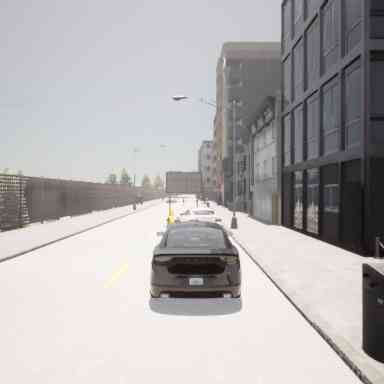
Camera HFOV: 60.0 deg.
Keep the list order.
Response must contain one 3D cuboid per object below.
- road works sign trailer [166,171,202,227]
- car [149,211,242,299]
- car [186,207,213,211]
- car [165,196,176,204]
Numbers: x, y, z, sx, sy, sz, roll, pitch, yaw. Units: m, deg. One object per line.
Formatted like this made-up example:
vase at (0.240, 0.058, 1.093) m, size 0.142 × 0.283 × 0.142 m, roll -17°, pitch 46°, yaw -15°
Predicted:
road works sign trailer at (-0.569, 0.464, 21.368) m, size 2.380 × 3.560 × 2.880 m, roll 0°, pitch 0°, yaw -17°
car at (0.073, 1.478, 8.530) m, size 1.882 × 1.535 × 5.008 m, roll 0°, pitch 0°, yaw 0°
car at (0.385, 1.540, 17.881) m, size 1.812 × 1.442 × 4.674 m, roll 0°, pitch -1°, yaw -9°
car at (-4.200, 1.525, 65.966) m, size 1.812 × 1.442 × 4.674 m, roll 0°, pitch 0°, yaw 0°
